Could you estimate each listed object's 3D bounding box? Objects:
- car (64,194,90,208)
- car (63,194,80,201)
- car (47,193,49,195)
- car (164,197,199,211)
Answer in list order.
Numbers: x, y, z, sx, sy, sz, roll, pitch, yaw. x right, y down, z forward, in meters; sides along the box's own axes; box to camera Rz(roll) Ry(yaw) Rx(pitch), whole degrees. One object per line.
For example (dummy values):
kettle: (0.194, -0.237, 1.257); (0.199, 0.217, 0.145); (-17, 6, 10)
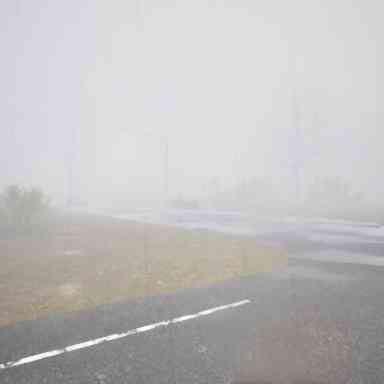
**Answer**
car: (-15.844, 1.342, 45.770); (2.033, 1.411, 5.357); (0, 0, -37)
car: (-25.254, 1.140, 69.604); (1.837, 1.490, 4.892); (0, 0, -37)
car: (-38.459, 0.974, 87.002); (1.882, 1.535, 5.008); (0, 0, -37)
car: (-1.302, 1.330, 38.049); (1.882, 1.535, 5.008); (0, 0, -37)
